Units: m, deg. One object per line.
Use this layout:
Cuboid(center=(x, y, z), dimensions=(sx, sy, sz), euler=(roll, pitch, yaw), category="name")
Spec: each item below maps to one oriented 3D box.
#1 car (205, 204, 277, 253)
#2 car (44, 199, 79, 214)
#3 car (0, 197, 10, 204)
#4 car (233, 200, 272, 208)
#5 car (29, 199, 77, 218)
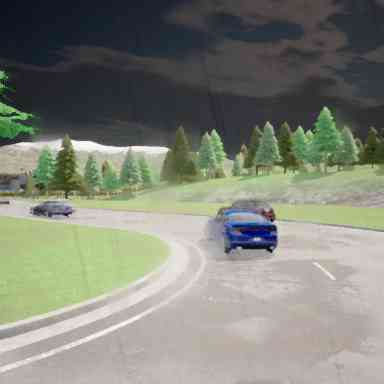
Cuboid(center=(1.868, 1.478, 13.843), dimensions=(1.882, 1.535, 5.008), euler=(1, 0, -8), category="car")
Cuboid(center=(-14.395, 1.526, 36.601), dimensions=(4.674, 1.442, 1.812), euler=(0, 0, 45), category="car")
Cuboid(center=(-34.594, 1.600, 60.754), dimensions=(1.895, 1.301, 4.718), euler=(0, 0, -36), category="car")
Cuboid(center=(3.871, 1.352, 24.705), dimensions=(2.097, 1.767, 4.553), euler=(0, 0, -38), category="car")
Cuboid(center=(-12.809, 1.547, 30.184), dimensions=(5.357, 1.411, 2.033), euler=(0, 0, 43), category="car")
